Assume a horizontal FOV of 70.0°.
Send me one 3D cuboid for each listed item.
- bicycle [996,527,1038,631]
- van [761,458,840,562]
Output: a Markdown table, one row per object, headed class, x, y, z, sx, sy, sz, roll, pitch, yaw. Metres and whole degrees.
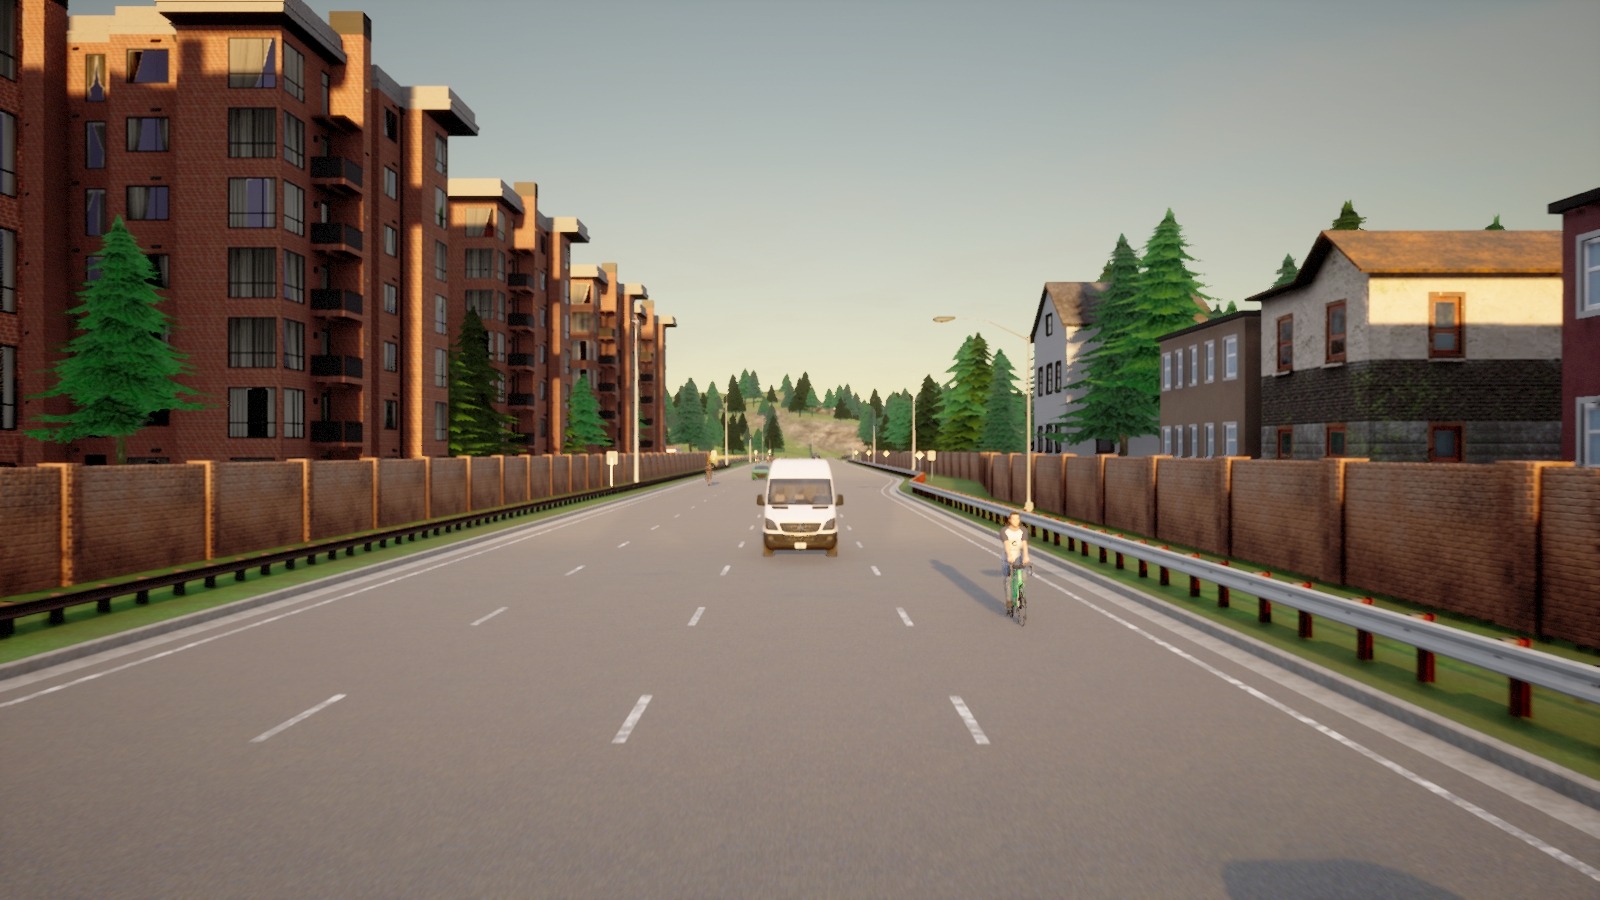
| class | x | y | z | sx | sy | sz | roll | pitch | yaw |
| --- | --- | --- | --- | --- | --- | --- | --- | --- | --- |
| bicycle | 3.510 | 2.057 | 18.567 | 0.373 | 1.496 | 1.643 | 0 | 0 | 0 |
| van | 0.013 | 1.537 | 31.802 | 1.988 | 2.561 | 5.915 | 0 | 0 | 0 |
